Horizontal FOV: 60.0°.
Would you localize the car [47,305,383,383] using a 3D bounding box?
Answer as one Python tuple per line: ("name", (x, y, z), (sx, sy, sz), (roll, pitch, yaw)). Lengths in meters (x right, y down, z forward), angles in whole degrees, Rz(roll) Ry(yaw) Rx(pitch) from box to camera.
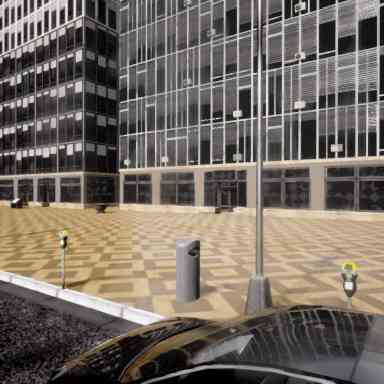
("car", (0.743, 1.566, 2.339), (4.313, 1.339, 1.947), (0, 0, 35))
